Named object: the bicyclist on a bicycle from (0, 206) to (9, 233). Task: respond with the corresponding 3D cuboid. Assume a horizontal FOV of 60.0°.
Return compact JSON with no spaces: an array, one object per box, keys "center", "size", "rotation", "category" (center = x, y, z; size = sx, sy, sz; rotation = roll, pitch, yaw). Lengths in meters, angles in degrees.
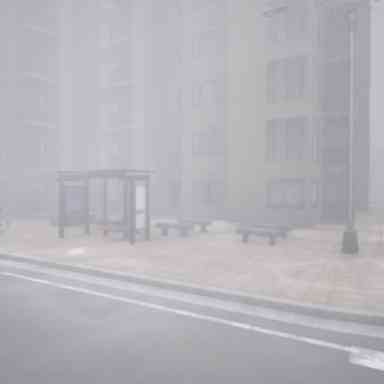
[{"center":[-8.707,1.026,14.359],"size":[0.582,1.620,1.656],"rotation":[1,2,30],"category":"bicyclist on a bicycle"}]
